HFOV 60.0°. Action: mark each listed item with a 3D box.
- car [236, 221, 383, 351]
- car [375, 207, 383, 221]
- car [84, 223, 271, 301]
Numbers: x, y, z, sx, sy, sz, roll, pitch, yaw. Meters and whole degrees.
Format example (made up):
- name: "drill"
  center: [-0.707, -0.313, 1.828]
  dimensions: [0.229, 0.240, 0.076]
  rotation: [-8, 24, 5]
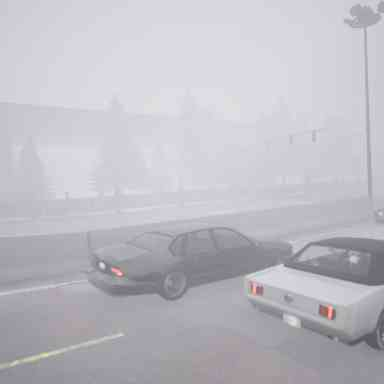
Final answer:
- name: "car"
  center: [3.241, 1.506, 6.084]
  dimensions: [4.718, 1.301, 1.895]
  rotation: [-2, 1, -36]
- name: "car"
  center: [10.764, 0.866, 15.809]
  dimensions: [5.357, 1.411, 2.033]
  rotation: [-4, 2, -36]
- name: "car"
  center: [0.209, 1.485, 8.213]
  dimensions: [5.357, 1.411, 2.033]
  rotation: [-2, 1, -36]
